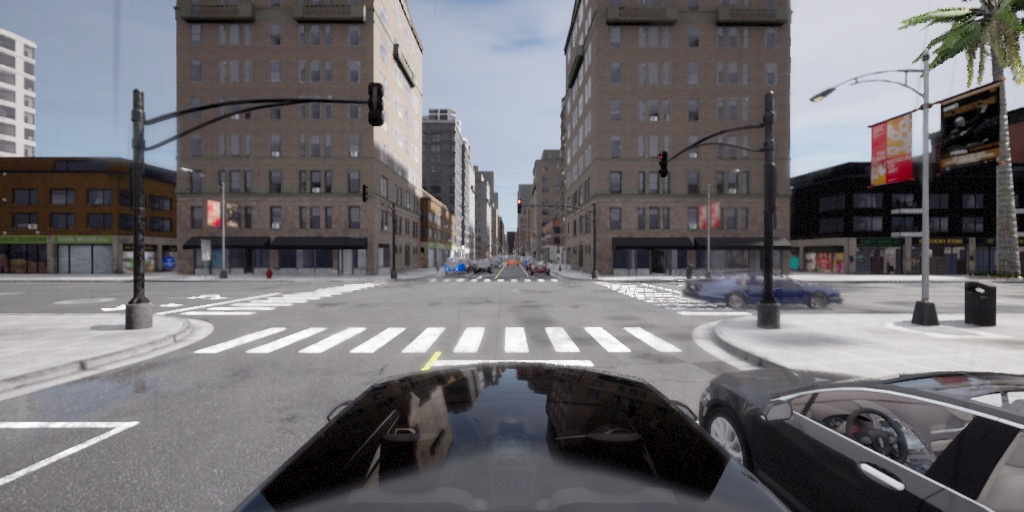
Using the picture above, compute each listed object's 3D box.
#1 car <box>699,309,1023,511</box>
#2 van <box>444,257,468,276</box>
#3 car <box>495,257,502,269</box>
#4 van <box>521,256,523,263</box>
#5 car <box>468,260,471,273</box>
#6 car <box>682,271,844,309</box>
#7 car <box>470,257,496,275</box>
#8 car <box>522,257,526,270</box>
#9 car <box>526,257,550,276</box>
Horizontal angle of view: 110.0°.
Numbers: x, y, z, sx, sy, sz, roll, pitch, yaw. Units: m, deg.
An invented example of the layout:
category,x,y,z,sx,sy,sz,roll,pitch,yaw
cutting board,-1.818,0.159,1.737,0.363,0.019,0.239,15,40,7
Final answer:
category,x,y,z,sx,sy,sz,roll,pitch,yaw
car,2.668,1.300,1.794,2.007,1.370,4.403,0,0,0
van,-5.785,1.035,36.462,1.690,1.789,3.998,0,0,0
car,-2.971,1.231,53.236,1.994,1.385,4.181,0,0,0
van,2.795,0.998,59.120,1.690,1.789,3.998,0,0,0
car,-5.771,1.125,42.130,1.967,1.591,4.097,0,0,0
car,9.714,1.297,14.192,5.357,1.411,2.033,0,0,2
car,-3.018,1.196,38.271,1.837,1.490,4.892,0,0,0
car,2.768,1.116,47.782,1.967,1.591,4.097,0,0,0
car,2.741,1.134,36.443,1.967,1.591,4.097,0,0,0
